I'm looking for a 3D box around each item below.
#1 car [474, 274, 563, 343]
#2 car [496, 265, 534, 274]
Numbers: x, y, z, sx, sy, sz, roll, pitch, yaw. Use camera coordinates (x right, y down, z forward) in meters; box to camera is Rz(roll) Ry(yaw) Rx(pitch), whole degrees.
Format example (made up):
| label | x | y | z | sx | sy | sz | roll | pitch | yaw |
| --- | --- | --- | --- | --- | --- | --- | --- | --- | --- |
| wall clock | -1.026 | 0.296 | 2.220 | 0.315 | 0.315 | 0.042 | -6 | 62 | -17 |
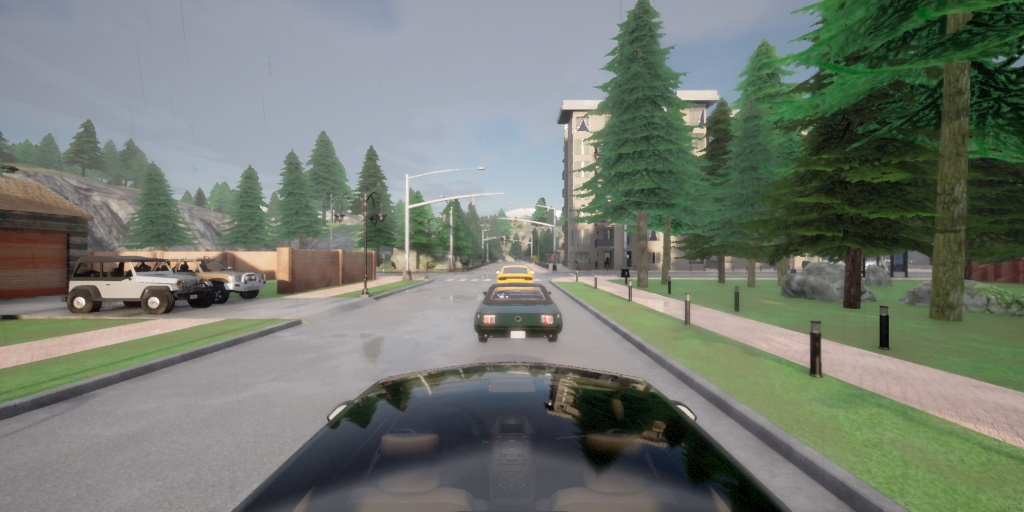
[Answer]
| label | x | y | z | sx | sy | sz | roll | pitch | yaw |
| --- | --- | --- | --- | --- | --- | --- | --- | --- | --- |
| car | 0.146 | 1.351 | 9.683 | 1.895 | 1.301 | 4.718 | 0 | 0 | 0 |
| car | 0.175 | 1.228 | 19.022 | 1.882 | 1.535 | 5.008 | 0 | 0 | 0 |
